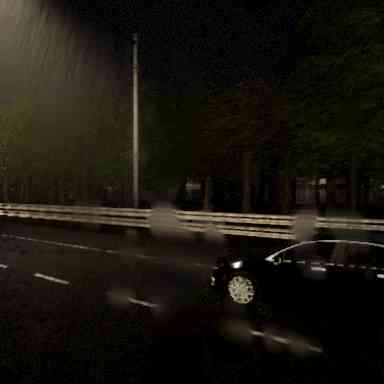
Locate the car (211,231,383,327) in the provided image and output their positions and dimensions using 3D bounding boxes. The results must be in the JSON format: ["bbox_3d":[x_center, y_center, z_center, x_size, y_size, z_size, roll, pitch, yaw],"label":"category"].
[{"bbox_3d":[2.664,1.507,6.267,4.892,1.490,1.837,0,0,35],"label":"car"}]
